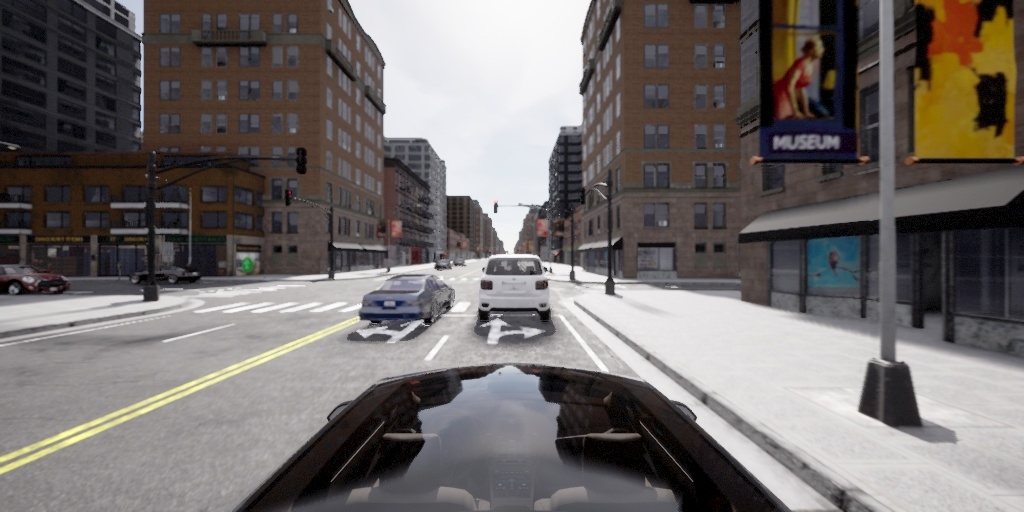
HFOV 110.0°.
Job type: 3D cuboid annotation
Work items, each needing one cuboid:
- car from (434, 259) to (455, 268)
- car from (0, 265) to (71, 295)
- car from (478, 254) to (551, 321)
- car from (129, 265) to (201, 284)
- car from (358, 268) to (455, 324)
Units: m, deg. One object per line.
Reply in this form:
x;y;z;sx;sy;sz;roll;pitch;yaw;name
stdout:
-9.849;1.246;51.185;1.837;1.490;4.892;0;0;0;car
-25.424;1.172;18.341;4.097;1.591;1.967;0;0;0;car
0.102;0.971;12.542;2.150;2.045;5.566;0;0;1;car
-25.386;1.329;26.366;4.313;1.339;1.948;0;0;0;car
-3.193;1.297;11.902;2.033;1.411;5.357;0;0;0;car
